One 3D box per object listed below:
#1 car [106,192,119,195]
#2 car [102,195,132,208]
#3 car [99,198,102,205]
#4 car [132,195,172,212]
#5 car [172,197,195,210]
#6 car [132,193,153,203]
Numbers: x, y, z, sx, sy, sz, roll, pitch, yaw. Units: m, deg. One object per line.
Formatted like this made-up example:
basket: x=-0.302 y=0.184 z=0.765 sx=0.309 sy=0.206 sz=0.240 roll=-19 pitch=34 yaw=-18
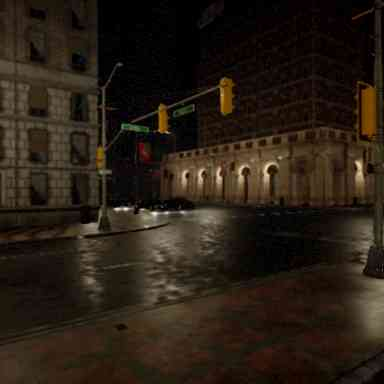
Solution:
car: x=-13.444 y=1.078 z=56.511 sx=2.150 sy=2.045 sz=5.566 roll=0 pitch=0 yaw=-35
car: x=-10.443 y=1.444 z=46.095 sx=1.994 sy=1.385 sz=4.181 roll=0 pitch=0 yaw=-35
car: x=-16.314 y=1.358 z=54.481 sx=1.882 sy=1.535 sz=5.008 roll=0 pitch=0 yaw=-35
car: x=-4.632 y=1.385 z=37.969 sx=1.837 sy=1.490 sz=4.892 roll=0 pitch=0 yaw=-36
car: x=-1.588 y=1.335 z=39.734 sx=1.882 sy=1.535 sz=5.008 roll=0 pitch=0 yaw=-36
car: x=-9.311 y=1.162 z=62.855 sx=2.097 sy=1.767 sz=4.553 roll=0 pitch=0 yaw=-35
